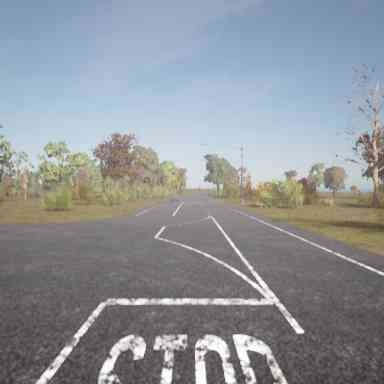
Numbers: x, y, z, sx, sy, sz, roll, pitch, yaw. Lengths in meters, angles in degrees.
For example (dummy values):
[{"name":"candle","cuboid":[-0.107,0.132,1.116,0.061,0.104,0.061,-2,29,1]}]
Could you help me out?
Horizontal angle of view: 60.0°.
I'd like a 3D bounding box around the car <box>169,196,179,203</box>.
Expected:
[{"name":"car","cuboid":[-3.636,1.435,69.070,2.033,1.411,5.357,0,0,0]}]
